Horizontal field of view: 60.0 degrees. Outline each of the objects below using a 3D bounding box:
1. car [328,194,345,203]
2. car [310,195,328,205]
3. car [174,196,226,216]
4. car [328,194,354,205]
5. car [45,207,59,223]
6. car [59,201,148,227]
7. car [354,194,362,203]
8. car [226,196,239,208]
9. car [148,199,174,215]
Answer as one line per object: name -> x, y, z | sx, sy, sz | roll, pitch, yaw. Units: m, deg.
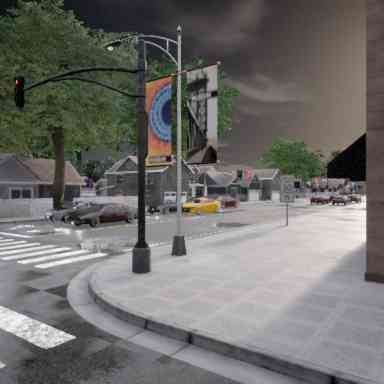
car -> 26.708, 1.146, 61.444 | 1.837, 1.490, 4.892 | 0, 0, 36
car -> 20.071, 1.171, 52.164 | 1.882, 1.535, 5.008 | 0, 0, 36
car -> 0.856, 1.317, 31.229 | 1.882, 1.535, 5.008 | 0, 0, 36
car -> 22.324, 1.203, 49.727 | 1.837, 1.490, 4.892 | 0, 0, 36
car -> -8.175, 1.391, 24.186 | 2.128, 1.511, 4.902 | 0, 0, 36
car -> -5.666, 1.449, 22.130 | 2.033, 1.411, 5.357 | 0, 0, 34
car -> 28.319, 1.155, 58.114 | 1.837, 1.490, 4.892 | 0, 0, 36
car -> 3.956, 1.262, 41.131 | 1.882, 1.535, 5.008 | 0, 0, 36
car -> -2.391, 1.408, 32.263 | 1.994, 1.385, 4.181 | 0, 0, 37
